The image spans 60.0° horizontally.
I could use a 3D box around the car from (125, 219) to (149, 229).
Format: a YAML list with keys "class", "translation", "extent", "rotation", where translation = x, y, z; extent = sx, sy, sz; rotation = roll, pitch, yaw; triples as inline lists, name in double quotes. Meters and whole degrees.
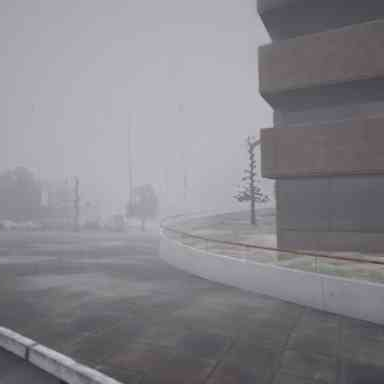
- class: "car"
  translation: [-11.799, 7.129, 71.547]
  extent: [1.812, 1.442, 4.674]
  rotation: [-2, -6, 25]

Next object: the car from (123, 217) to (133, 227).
- class: "car"
  translation: [-18.756, 8.594, 90.711]
  extent: [2.163, 1.488, 4.792]
  rotation: [0, 1, 10]

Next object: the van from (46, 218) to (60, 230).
- class: "van"
  translation: [-25.043, 5.304, 55.406]
  extent: [4.442, 1.987, 1.878]
  rotation: [-1, -6, 5]

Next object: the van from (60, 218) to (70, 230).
- class: "van"
  translation: [-23.756, 5.594, 58.133]
  extent: [4.442, 1.987, 1.878]
  rotation: [0, -6, 5]

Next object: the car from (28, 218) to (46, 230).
- class: "car"
  translation: [-26.633, 5.239, 52.684]
  extent: [5.366, 1.575, 1.946]
  rotation: [0, -6, 5]

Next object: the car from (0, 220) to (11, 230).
- class: "car"
  translation: [-29.010, 4.703, 47.211]
  extent: [4.674, 1.452, 2.002]
  rotation: [0, -6, 5]

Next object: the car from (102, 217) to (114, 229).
- class: "car"
  translation: [-18.756, 6.722, 69.017]
  extent: [5.566, 2.045, 2.435]
  rotation: [0, -6, 5]

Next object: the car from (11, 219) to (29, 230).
- class: "car"
  translation: [-27.738, 4.992, 49.944]
  extent: [4.674, 1.452, 2.002]
  rotation: [0, -6, 5]

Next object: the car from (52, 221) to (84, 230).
- class: "car"
  translation: [-22.581, 6.108, 60.831]
  extent: [4.892, 1.521, 2.231]
  rotation: [-1, -6, 5]

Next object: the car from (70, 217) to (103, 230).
- class: "car"
  translation: [-18.268, 5.735, 57.830]
  extent: [2.097, 1.767, 4.553]
  rotation: [-2, -6, 25]
